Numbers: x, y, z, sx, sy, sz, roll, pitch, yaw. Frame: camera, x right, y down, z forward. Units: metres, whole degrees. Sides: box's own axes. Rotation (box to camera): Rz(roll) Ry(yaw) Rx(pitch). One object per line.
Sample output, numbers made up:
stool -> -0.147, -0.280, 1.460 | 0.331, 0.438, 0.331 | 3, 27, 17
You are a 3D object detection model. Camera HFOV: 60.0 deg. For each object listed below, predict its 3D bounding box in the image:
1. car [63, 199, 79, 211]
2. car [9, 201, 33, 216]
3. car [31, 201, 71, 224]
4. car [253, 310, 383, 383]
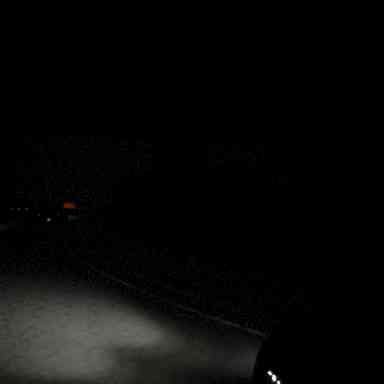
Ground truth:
car -> -15.136, 1.561, 41.276 | 1.882, 1.535, 5.008 | 0, 0, -16
car -> -16.266, 1.581, 32.371 | 2.033, 1.411, 5.357 | 0, 0, -16
car -> -10.608, 1.644, 25.355 | 1.895, 1.301, 4.718 | 0, 0, -16
car -> 2.775, 1.525, 2.070 | 4.902, 1.511, 2.128 | 0, 0, 35
